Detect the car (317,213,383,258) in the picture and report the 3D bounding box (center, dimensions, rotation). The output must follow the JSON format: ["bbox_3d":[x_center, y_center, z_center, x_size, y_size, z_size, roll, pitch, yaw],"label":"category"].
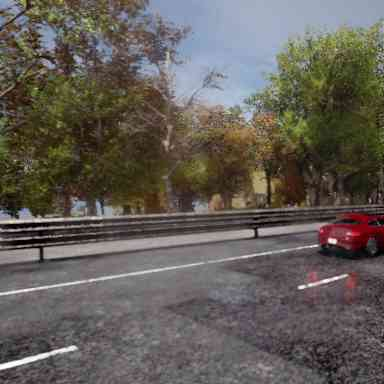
[{"bbox_3d":[6.755,1.569,13.021,4.674,1.442,1.812,1,0,-37],"label":"car"}]
